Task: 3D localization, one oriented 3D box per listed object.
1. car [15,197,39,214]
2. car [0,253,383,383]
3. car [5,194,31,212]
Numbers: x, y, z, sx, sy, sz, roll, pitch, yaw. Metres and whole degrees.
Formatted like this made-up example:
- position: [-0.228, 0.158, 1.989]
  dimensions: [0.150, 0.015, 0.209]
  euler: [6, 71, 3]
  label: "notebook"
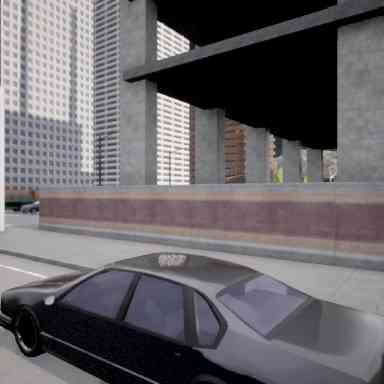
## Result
- position: [-15.766, 1.526, 35.386]
  dimensions: [1.812, 1.442, 4.674]
  euler: [0, 0, 36]
  label: "car"
- position: [-0.388, 1.547, 4.269]
  dimensions: [5.357, 1.411, 2.033]
  euler: [0, 0, 35]
  label: "car"
- position: [-19.907, 1.221, 35.664]
  dimensions: [2.150, 2.045, 5.566]
  euler: [0, 0, 36]
  label: "car"
